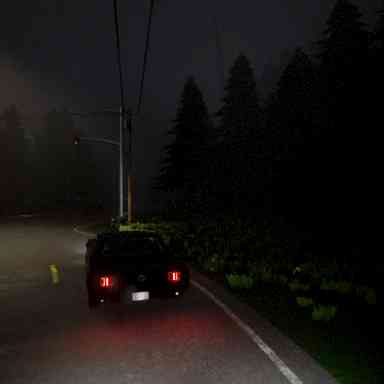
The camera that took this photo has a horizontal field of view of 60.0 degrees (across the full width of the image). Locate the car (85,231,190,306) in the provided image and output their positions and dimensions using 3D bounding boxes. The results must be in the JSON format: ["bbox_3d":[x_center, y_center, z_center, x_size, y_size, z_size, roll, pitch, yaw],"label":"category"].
[{"bbox_3d":[-1.615,1.601,8.148,1.895,1.301,4.718,0,0,-18],"label":"car"}]
